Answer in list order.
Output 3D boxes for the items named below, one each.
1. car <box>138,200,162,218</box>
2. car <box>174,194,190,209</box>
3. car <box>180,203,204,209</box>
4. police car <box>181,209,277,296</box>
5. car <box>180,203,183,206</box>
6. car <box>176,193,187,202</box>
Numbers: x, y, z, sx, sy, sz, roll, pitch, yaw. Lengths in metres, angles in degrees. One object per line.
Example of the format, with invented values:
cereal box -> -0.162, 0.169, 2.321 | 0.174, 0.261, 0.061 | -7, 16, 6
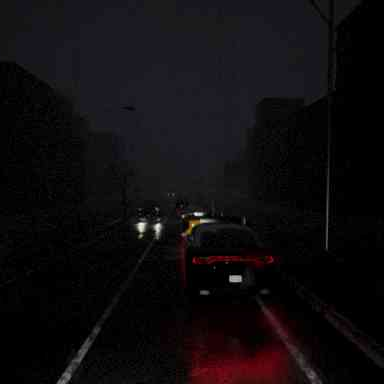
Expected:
car -> -4.096, 1.593, 32.918 | 2.097, 1.767, 4.553 | 0, 0, -2
car -> -1.405, 1.494, 45.555 | 1.837, 1.490, 4.892 | 0, 2, -2
car -> 0.400, 1.654, 18.975 | 1.801, 1.575, 5.366 | 0, -1, -2
police car -> 0.744, 1.469, 8.875 | 1.930, 1.638, 5.238 | 0, -1, -2
car -> 0.200, 1.777, 24.786 | 1.812, 1.442, 4.674 | 0, 0, -2
car -> -1.888, 1.008, 59.198 | 1.994, 1.385, 4.181 | 0, 3, -2
